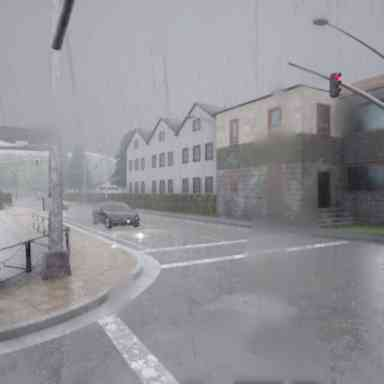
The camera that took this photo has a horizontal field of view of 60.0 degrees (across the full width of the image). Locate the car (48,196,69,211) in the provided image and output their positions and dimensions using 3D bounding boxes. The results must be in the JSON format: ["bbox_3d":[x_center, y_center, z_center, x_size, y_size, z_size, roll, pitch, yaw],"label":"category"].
[{"bbox_3d":[-15.486,1.229,37.897,2.097,1.767,4.553,0,0,-31],"label":"car"}]

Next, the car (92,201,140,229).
[{"bbox_3d":[-4.780,1.354,20.471,1.837,1.490,4.892,0,1,-32],"label":"car"}]
